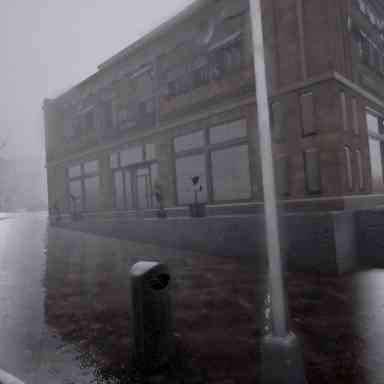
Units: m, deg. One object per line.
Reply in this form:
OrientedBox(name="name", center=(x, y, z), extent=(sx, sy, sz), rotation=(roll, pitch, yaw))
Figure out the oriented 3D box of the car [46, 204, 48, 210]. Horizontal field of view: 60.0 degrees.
OrientedBox(name="car", center=(-23.843, 2.392, 58.291), extent=(1.812, 1.442, 4.674), rotation=(-5, 0, 6))
